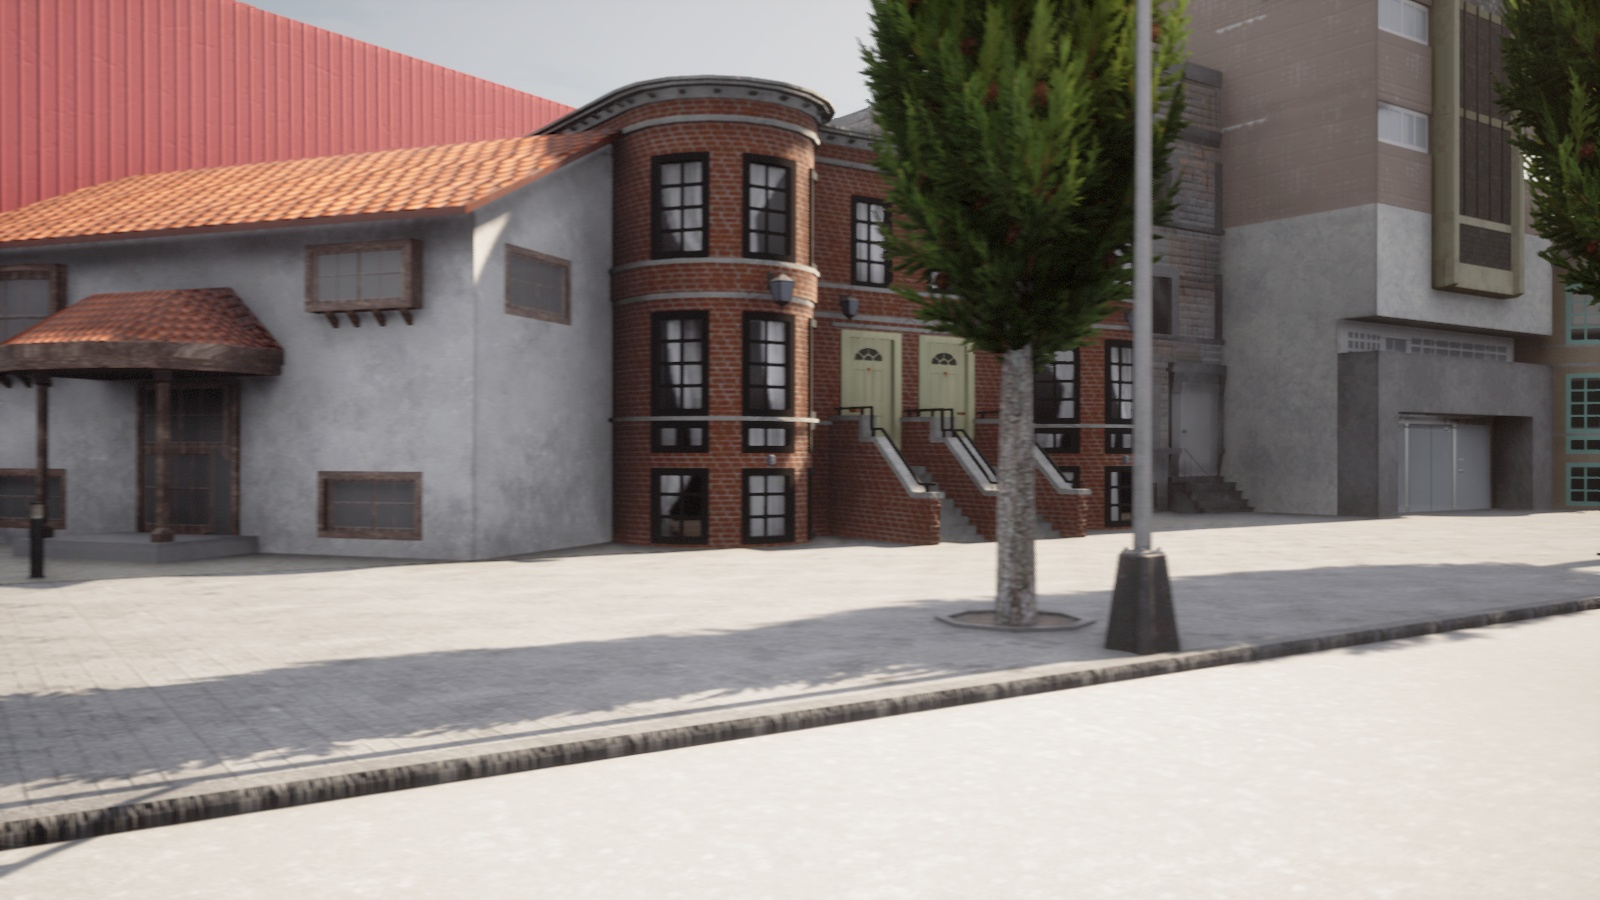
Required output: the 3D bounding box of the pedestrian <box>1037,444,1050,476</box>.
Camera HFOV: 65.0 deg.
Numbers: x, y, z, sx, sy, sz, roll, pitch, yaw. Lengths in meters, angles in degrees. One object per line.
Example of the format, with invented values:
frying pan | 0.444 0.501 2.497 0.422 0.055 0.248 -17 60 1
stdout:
pedestrian | 14.890 0.605 76.807 0.396 1.930 0.692 0 0 -36
